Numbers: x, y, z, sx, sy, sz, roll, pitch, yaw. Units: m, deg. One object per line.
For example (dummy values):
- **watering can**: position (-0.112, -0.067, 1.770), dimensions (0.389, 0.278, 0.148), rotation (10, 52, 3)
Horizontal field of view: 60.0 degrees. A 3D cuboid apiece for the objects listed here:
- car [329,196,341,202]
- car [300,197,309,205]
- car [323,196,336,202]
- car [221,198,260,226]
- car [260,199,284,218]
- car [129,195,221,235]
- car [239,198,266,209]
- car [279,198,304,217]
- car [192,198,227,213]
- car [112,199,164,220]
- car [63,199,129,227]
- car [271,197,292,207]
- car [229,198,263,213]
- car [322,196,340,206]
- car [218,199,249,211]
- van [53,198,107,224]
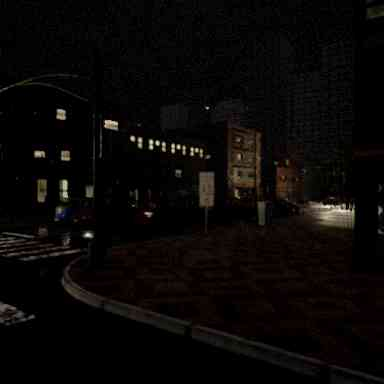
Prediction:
- **car**: position (37.169, 1.799, 86.354), dimensions (1.887, 1.381, 4.507), rotation (0, 0, 35)
- **car**: position (21.184, 1.679, 63.830), dimensions (2.008, 1.369, 4.403), rotation (0, 0, 35)
- **car**: position (33.972, 1.778, 81.849), dimensions (2.008, 1.369, 4.403), rotation (0, 0, 35)
- **car**: position (2.442, 1.290, 22.944), dimensions (2.192, 1.841, 5.009), rotation (0, 0, 35)
- **car**: position (5.639, 1.539, 27.448), dimensions (1.887, 1.381, 4.507), rotation (0, 0, 35)
- **car**: position (-0.755, 1.272, 18.439), dimensions (2.192, 1.841, 5.009), rotation (0, 0, 35)
- **car**: position (8.395, 1.587, 45.810), dimensions (2.008, 1.369, 4.403), rotation (0, 0, 35)
- **car**: position (8.837, 1.579, 31.953), dimensions (1.947, 1.339, 4.313), rotation (0, 0, 35)
- **car**: position (2.002, 1.434, 36.802), dimensions (1.967, 1.590, 4.097), rotation (0, 0, 35)
- **car**: position (-4.393, 1.395, 27.791), dimensions (1.967, 1.590, 4.097), rotation (0, 0, 35)
- **car**: position (-5.475, 1.421, 21.791), dimensions (1.882, 1.535, 5.008), rotation (0, 0, 35)
- **car**: position (14.690, 1.606, 54.681), dimensions (1.752, 1.417, 4.829), rotation (0, 0, 35)
- **car**: position (6.284, 1.491, 38.337), dimensions (1.882, 1.535, 5.008), rotation (0, 0, 36)
- **car**: position (24.501, 1.733, 58.492), dimensions (1.895, 1.301, 4.718), rotation (0, 0, 36)
- **car**: position (5.198, 1.565, 41.305), dimensions (2.008, 1.369, 4.403), rotation (0, 0, 35)
- **van**: position (-7.590, 1.279, 23.287), dimensions (1.690, 1.788, 3.998), rotation (0, 0, 35)
